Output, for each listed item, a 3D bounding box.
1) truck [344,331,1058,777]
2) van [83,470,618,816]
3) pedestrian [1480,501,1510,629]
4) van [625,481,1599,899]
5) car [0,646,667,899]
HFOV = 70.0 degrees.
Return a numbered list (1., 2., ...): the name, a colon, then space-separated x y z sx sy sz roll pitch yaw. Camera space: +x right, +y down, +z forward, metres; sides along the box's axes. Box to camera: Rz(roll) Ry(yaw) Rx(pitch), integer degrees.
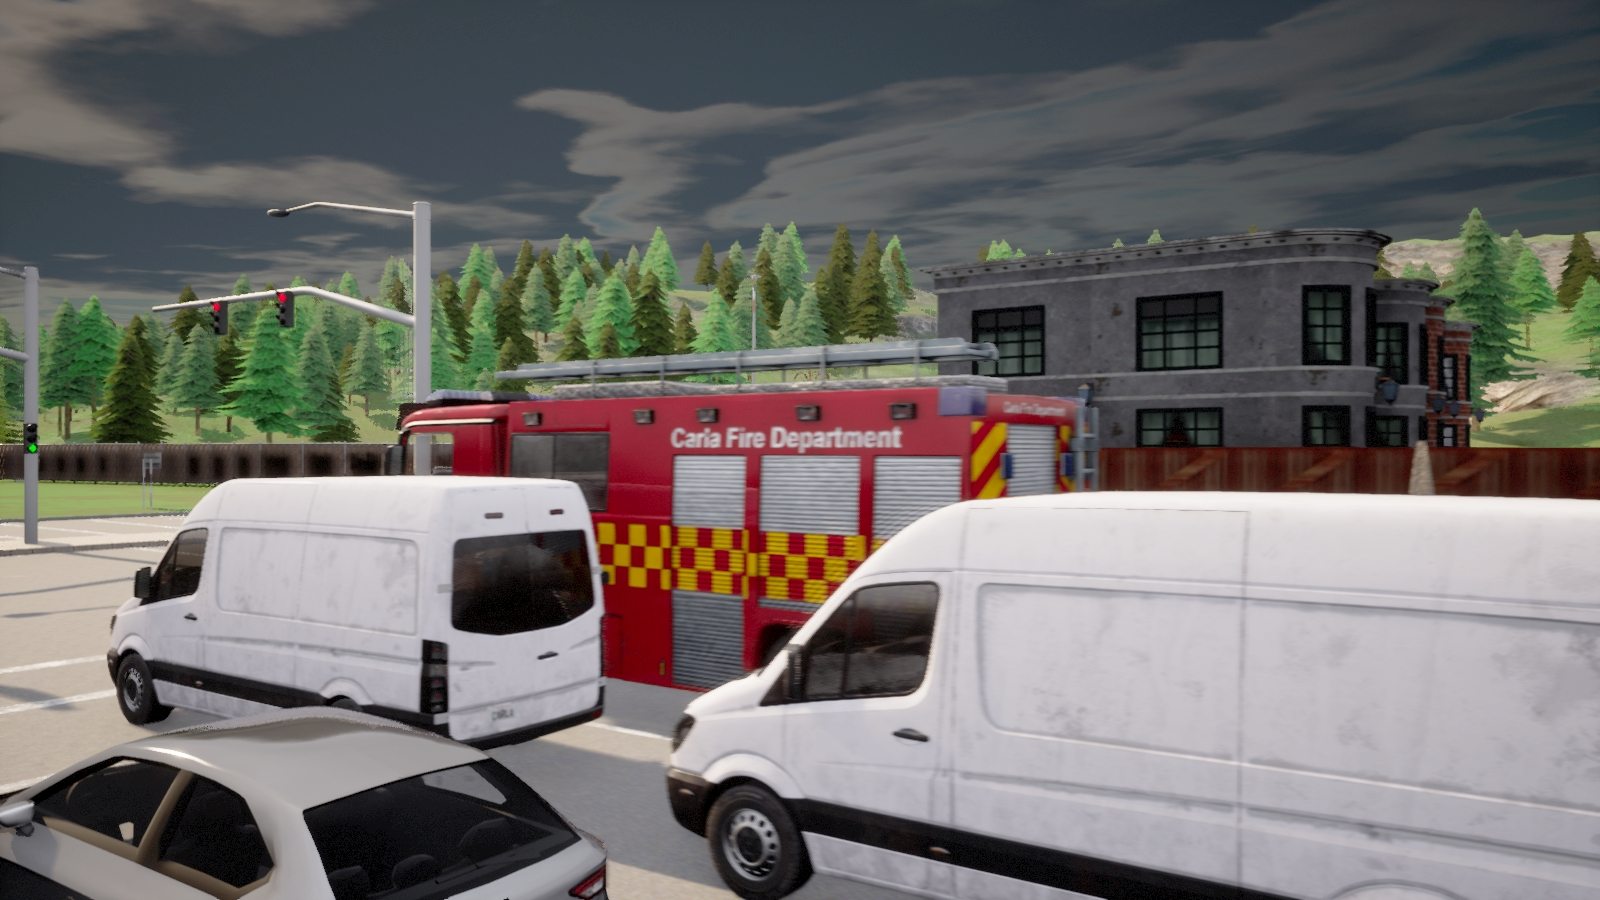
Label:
1. truck: -1.551 0.891 13.413 8.468 3.827 2.891 0 0 35
2. van: -4.662 1.535 11.319 5.915 2.561 1.988 0 0 35
3. pedestrian: 10.372 1.696 17.058 0.375 1.860 0.375 0 0 30
4. van: 1.820 1.534 6.779 5.915 2.561 1.988 0 0 35
5. car: -2.857 2.066 5.789 4.193 1.474 1.816 0 0 35
